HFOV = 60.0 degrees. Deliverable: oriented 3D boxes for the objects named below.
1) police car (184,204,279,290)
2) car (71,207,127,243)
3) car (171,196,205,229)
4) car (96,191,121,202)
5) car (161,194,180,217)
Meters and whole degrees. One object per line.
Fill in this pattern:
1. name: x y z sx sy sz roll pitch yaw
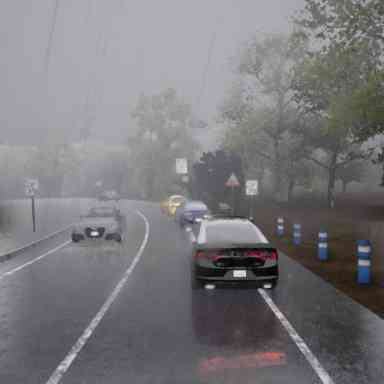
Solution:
1. police car: 0.865 1.369 9.147 1.930 1.638 5.238 0 1 -2
2. car: -4.060 1.403 15.137 1.994 1.385 4.181 -1 2 -6
3. car: 0.036 1.201 19.322 1.812 1.442 4.674 -1 2 -8
4. car: -11.739 0.610 46.402 2.033 1.411 5.357 -5 3 -35
5. car: -1.219 0.937 25.653 1.801 1.575 5.366 -2 2 -14
